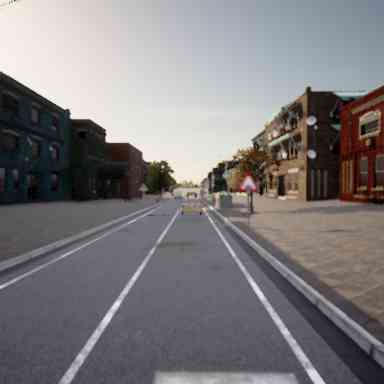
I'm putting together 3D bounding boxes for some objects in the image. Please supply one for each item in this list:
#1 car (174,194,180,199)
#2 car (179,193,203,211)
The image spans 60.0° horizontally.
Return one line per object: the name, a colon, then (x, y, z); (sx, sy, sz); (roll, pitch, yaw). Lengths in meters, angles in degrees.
car: (-3.018, 1.152, 77.287); (1.837, 1.490, 4.892); (0, 0, 0)
car: (-0.007, 1.157, 29.620); (1.801, 1.575, 5.366); (0, 0, 0)
